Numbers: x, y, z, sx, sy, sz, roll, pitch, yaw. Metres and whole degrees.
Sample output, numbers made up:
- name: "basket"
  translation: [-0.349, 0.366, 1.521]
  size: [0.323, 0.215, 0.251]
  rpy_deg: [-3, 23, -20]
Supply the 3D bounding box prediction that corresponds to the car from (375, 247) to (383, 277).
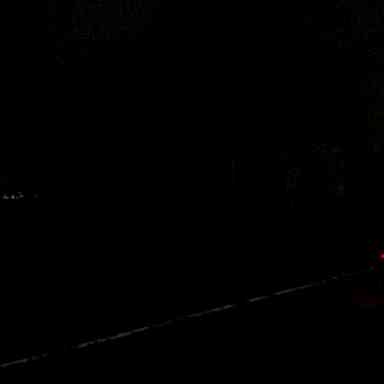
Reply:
- name: "car"
  translation: [6.819, 1.549, 8.580]
  size: [5.357, 1.411, 2.033]
  rpy_deg: [0, 0, -36]
